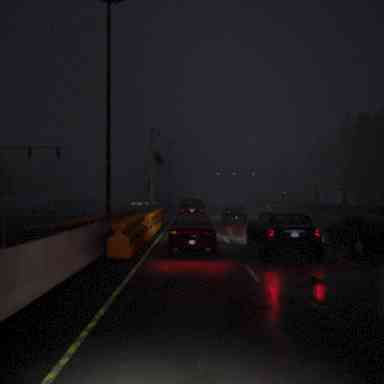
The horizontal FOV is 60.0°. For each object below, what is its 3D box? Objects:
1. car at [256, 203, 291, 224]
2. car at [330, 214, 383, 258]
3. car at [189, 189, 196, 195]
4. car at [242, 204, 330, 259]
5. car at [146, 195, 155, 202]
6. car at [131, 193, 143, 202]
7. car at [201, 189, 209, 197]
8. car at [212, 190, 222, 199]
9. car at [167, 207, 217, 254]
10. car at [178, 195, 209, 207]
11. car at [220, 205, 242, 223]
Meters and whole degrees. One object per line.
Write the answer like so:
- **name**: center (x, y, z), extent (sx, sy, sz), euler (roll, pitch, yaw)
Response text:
- **car**: center (7.020, 1.811, 29.260), extent (1.882, 1.535, 5.008), euler (0, 0, 0)
- **car**: center (7.016, 1.662, 13.513), extent (1.837, 1.490, 4.892), euler (0, 0, 0)
- **car**: center (0.076, 0.855, 91.661), extent (2.097, 1.767, 4.553), euler (0, 6, 0)
- **car**: center (3.516, 1.505, 13.435), extent (2.097, 1.767, 4.553), euler (0, -1, 0)
- **car**: center (-10.461, 1.586, 84.842), extent (1.882, 1.535, 5.008), euler (0, 4, 0)
- **car**: center (-13.961, 1.336, 84.815), extent (2.150, 2.045, 5.566), euler (0, 4, 0)
- **car**: center (3.574, 0.756, 91.274), extent (2.150, 2.045, 5.566), euler (0, 6, 0)
- **car**: center (7.078, 1.010, 92.089), extent (1.994, 1.385, 4.181), euler (0, 6, 0)
- **car**: center (0.023, 1.641, 14.261), extent (1.882, 1.535, 5.008), euler (0, 0, 0)
- **car**: center (0.006, 1.540, 27.603), extent (2.150, 2.045, 5.566), euler (0, 0, 0)
- **car**: center (3.514, 1.818, 28.514), extent (2.128, 1.511, 4.902), euler (0, -1, 0)
